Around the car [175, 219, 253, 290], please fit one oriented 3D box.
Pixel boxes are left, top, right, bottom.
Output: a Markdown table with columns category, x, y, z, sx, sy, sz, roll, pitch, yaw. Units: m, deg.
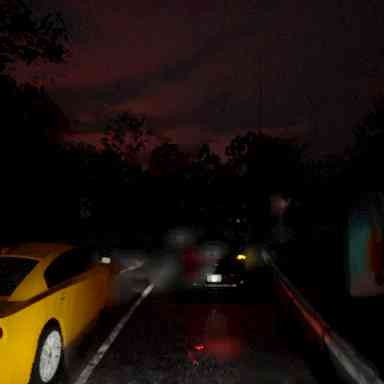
| category | x | y | z | sx | sy | sz | roll | pitch | yaw |
| --- | --- | --- | --- | --- | --- | --- | --- | --- | --- |
| car | 0.600 | 1.709 | 9.577 | 1.837 | 1.490 | 4.892 | 0 | -2 | 3 |

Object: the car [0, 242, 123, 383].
| category | x | y | z | sx | sy | sz | roll | pitch | yaw |
| --- | --- | --- | --- | --- | --- | --- | --- | --- | --- |
| car | -2.530 | 1.548 | 5.408 | 1.882 | 1.535 | 5.008 | 0 | -1 | 3 |

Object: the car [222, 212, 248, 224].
| category | x | y | z | sx | sy | sz | roll | pitch | yaw |
| --- | --- | --- | --- | --- | --- | --- | --- | --- | --- |
| car | 4.442 | 3.136 | 35.203 | 2.150 | 2.045 | 5.566 | 1 | -4 | -2 |
